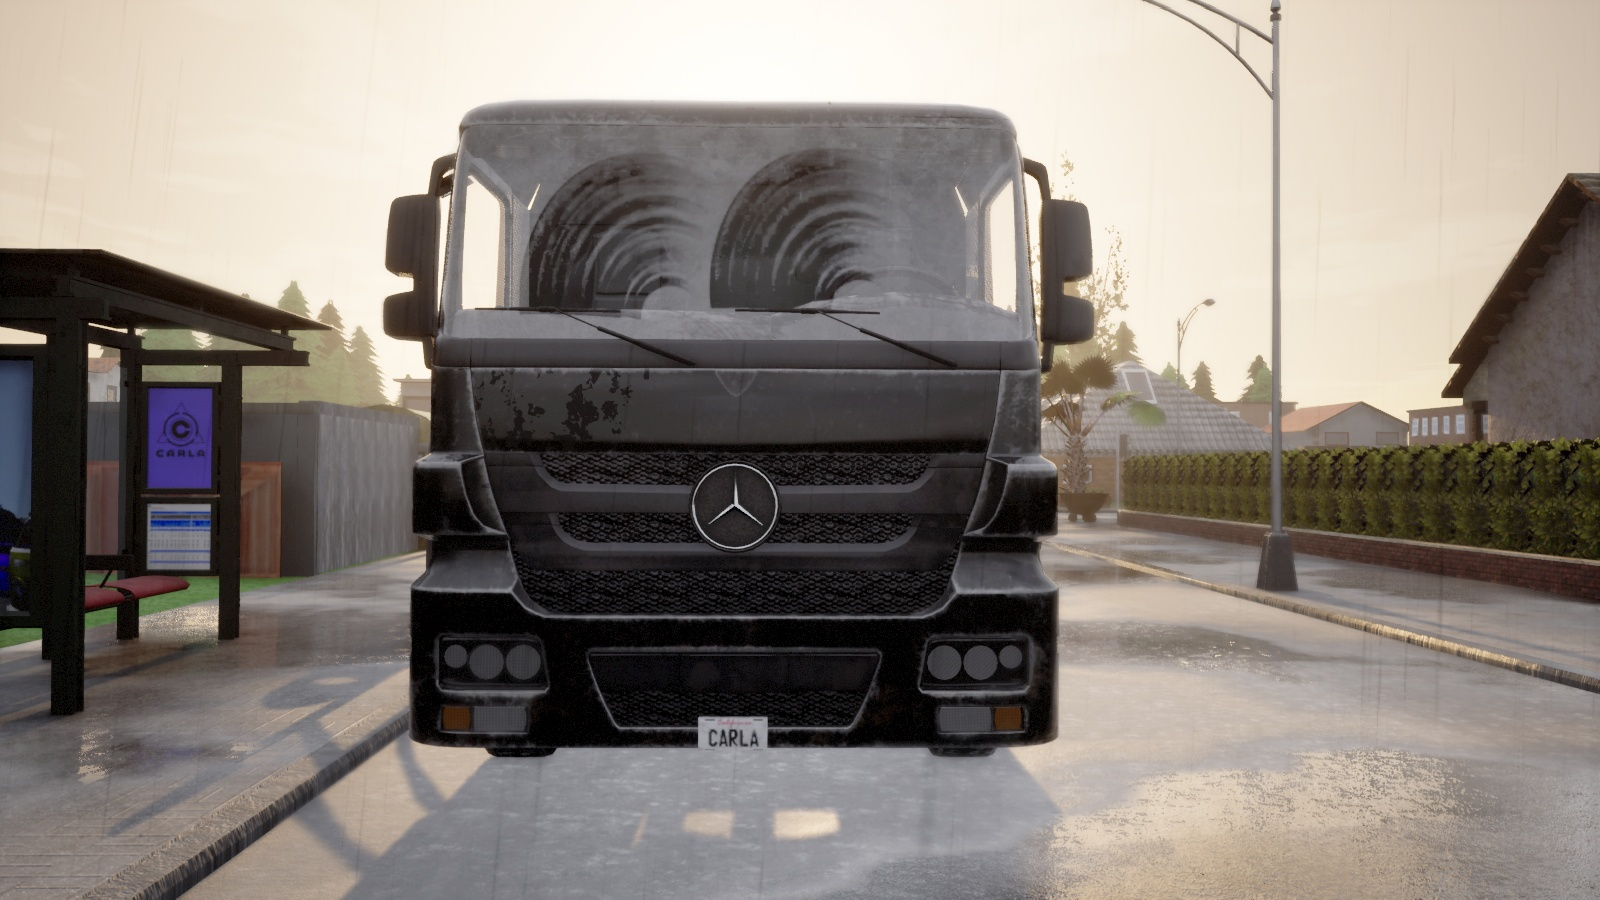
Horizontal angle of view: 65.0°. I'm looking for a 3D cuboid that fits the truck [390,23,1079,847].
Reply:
[{"bbox_3d":[-0.345,-0.011,9.266,2.891,3.462,7.936,0,-1,-1],"label":"truck"}]
